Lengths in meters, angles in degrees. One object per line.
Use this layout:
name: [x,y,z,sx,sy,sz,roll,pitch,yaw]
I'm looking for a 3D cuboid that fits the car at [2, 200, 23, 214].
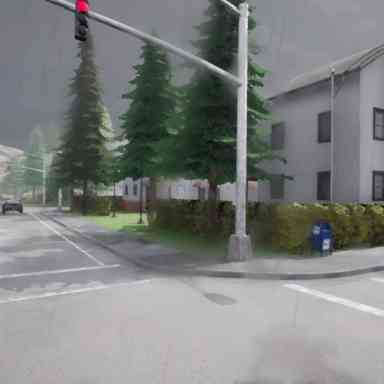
car: [-20.348,1.650,37.739,1.837,1.490,4.892,1,-1,-32]
